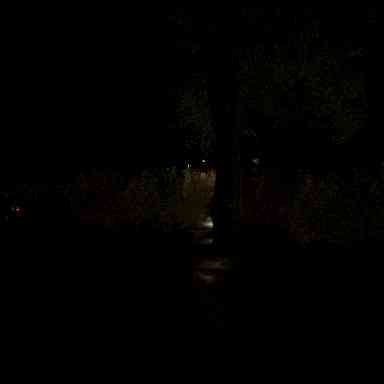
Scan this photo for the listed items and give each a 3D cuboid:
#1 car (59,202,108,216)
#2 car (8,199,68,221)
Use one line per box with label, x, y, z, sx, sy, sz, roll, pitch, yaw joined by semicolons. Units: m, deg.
car;-11.667;1.761;35.990;1.895;1.301;4.718;0;0;41
car;-13.120;1.461;28.634;2.097;1.767;4.553;0;-1;41
